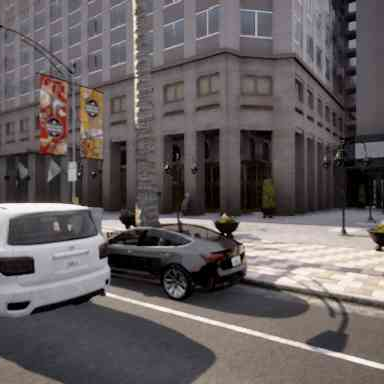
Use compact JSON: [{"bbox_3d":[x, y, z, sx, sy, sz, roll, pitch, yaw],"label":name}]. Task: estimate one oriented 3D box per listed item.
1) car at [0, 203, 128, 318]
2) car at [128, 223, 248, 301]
[{"bbox_3d":[-4.125,1.247,6.928,5.566,2.045,2.150,0,0,35],"label":"car"},{"bbox_3d":[-0.966,1.533,8.472,4.786,1.482,2.161,0,0,35],"label":"car"}]
